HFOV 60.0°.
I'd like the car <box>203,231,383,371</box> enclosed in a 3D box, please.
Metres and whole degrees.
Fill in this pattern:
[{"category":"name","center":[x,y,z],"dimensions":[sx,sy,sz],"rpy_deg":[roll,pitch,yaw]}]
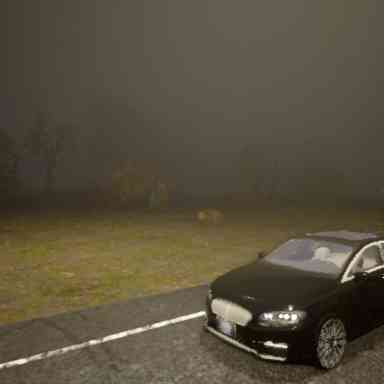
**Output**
[{"category":"car","center":[2.423,1.492,5.768],"dimensions":[4.902,1.511,2.128],"rpy_deg":[0,0,-36]}]
